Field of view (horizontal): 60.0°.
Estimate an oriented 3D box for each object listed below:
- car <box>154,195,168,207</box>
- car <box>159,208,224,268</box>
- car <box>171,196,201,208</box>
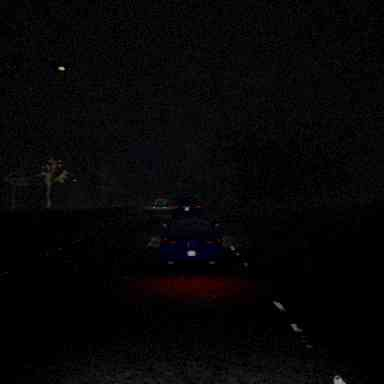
[{"bbox_3d":[-5.372,1.604,58.785,2.150,2.045,5.566,0,-1,-2],"label":"car"},{"bbox_3d":[-0.033,1.525,11.526,1.882,1.535,5.008,0,0,0],"label":"car"},{"bbox_3d":[-0.450,1.304,26.368,2.150,2.045,5.566,0,0,-2],"label":"car"}]
